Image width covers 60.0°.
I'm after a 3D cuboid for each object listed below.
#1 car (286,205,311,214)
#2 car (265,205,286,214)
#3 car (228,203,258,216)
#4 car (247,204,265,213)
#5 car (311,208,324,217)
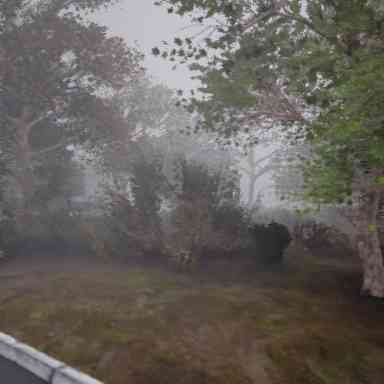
[{"bbox_3d":[13.848,2.342,40.910,2.231,1.521,4.892,0,0,35],"label":"car"},{"bbox_3d":[11.568,2.378,42.491,2.163,1.488,4.792,0,0,35],"label":"car"},{"bbox_3d":[7.045,2.394,45.710,2.163,1.488,4.792,0,0,35],"label":"car"},{"bbox_3d":[9.432,2.353,44.275,1.946,1.575,5.366,0,0,35],"label":"car"},{"bbox_3d":[16.102,2.334,39.291,2.097,1.535,5.008,0,0,35],"label":"car"}]
